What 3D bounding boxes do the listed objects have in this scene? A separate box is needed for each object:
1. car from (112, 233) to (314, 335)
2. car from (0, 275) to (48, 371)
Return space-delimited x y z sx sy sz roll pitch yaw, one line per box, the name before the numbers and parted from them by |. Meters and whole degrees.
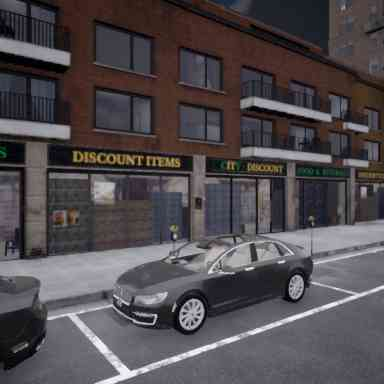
car | 0.612 1.551 6.619 4.403 1.369 2.008 0 0 -35
car | -3.884 1.551 3.419 4.403 1.369 2.008 0 0 -35
